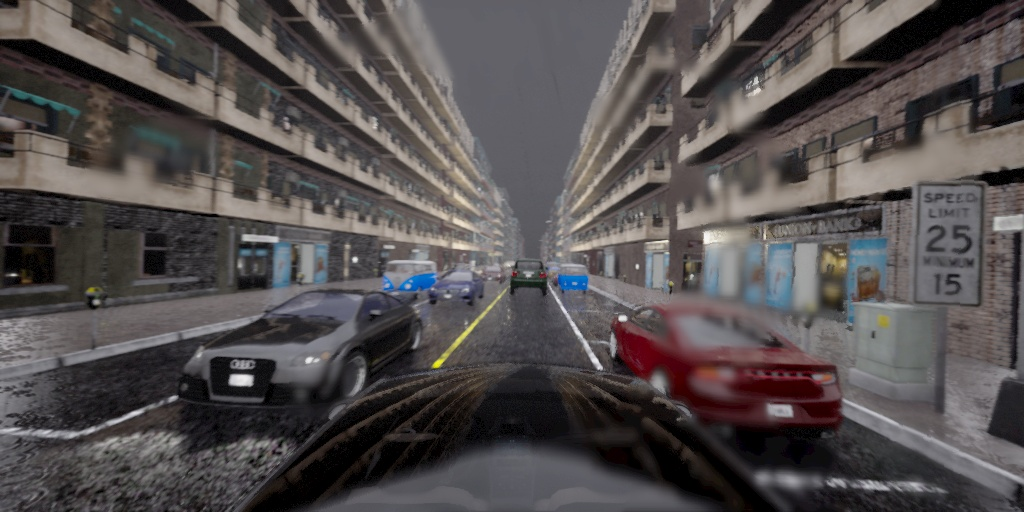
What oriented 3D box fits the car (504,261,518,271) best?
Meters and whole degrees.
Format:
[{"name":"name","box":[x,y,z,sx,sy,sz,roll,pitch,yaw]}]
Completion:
[{"name":"car","box":[-0.125,1.456,53.318,1.812,1.442,4.674,2,-1,3]}]

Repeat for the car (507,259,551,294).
[{"name":"car","box":[1.075,1.211,22.491,2.150,2.045,5.566,2,-1,3]}]

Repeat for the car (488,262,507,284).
[{"name":"car","box":[-1.568,1.514,30.182,1.812,1.442,4.674,2,0,4]}]

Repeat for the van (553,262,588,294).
[{"name":"van","box":[3.758,1.409,22.780,1.690,1.789,3.998,0,0,3]}]

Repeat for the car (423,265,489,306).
[{"name":"car","box":[-2.389,1.350,16.521,1.812,1.442,4.674,2,-1,4]}]

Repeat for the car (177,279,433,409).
[{"name":"car","box":[-2.998,1.267,6.122,1.994,1.385,4.181,2,-1,4]}]

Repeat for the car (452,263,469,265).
[{"name":"car","box":[-4.284,1.336,28.949,1.967,1.591,4.097,0,0,3]}]

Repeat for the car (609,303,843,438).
[{"name":"car","box":[2.769,1.413,5.756,1.888,1.381,4.507,0,0,3]}]

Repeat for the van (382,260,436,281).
[{"name":"van","box":[-4.917,1.102,17.598,1.690,1.789,3.998,0,0,3]}]

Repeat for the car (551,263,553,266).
[{"name":"car","box":[4.761,1.800,39.974,1.751,1.417,4.829,0,0,3]}]

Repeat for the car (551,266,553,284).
[{"name":"car","box":[4.088,1.718,28.454,1.802,1.307,4.207,0,0,3]}]
